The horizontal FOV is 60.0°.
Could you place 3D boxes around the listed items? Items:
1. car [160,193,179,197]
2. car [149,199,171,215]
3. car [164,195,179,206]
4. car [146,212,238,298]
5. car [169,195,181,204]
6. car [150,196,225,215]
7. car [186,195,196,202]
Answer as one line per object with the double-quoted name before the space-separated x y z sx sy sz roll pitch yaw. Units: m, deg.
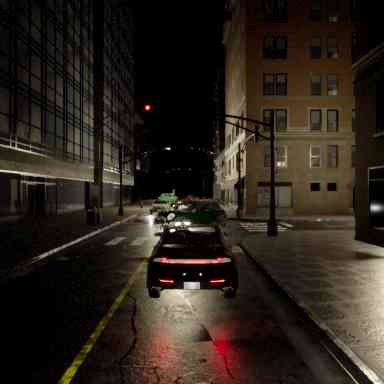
"car" -3.203 1.194 43.732 2.150 2.045 5.566 0 0 1
"car" -3.195 1.506 34.279 1.812 1.442 4.674 0 0 0
"car" -3.227 1.317 53.636 2.097 1.767 4.553 0 0 0
"car" 0.022 1.490 8.479 2.128 1.511 4.902 0 0 1
"car" -3.244 1.449 64.008 2.128 1.511 4.902 0 0 0
"car" -0.112 1.337 19.996 4.553 1.767 2.097 0 1 -36
"car" -0.220 1.473 75.701 2.128 1.511 4.902 0 0 0
